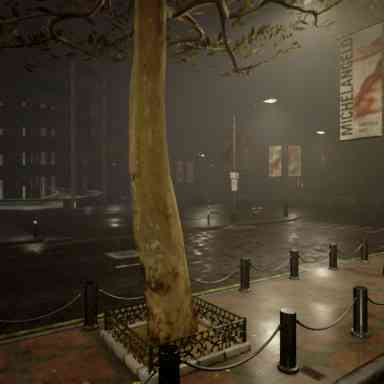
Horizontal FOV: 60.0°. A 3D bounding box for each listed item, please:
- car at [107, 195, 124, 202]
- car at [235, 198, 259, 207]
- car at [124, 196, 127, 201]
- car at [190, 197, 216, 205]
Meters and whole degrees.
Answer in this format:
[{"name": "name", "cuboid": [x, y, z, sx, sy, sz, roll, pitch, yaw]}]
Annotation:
[{"name": "car", "cuboid": [-19.027, 1.474, 77.398, 4.674, 1.442, 1.812, 0, 0, 12]}, {"name": "car", "cuboid": [8.013, 1.564, 49.576, 1.994, 1.385, 4.181, 0, 0, -36]}, {"name": "car", "cuboid": [-18.068, 1.464, 80.764, 4.674, 1.442, 1.812, 0, 0, 12]}, {"name": "car", "cuboid": [1.861, 1.547, 58.039, 2.033, 1.411, 5.357, 0, 0, -38]}]
